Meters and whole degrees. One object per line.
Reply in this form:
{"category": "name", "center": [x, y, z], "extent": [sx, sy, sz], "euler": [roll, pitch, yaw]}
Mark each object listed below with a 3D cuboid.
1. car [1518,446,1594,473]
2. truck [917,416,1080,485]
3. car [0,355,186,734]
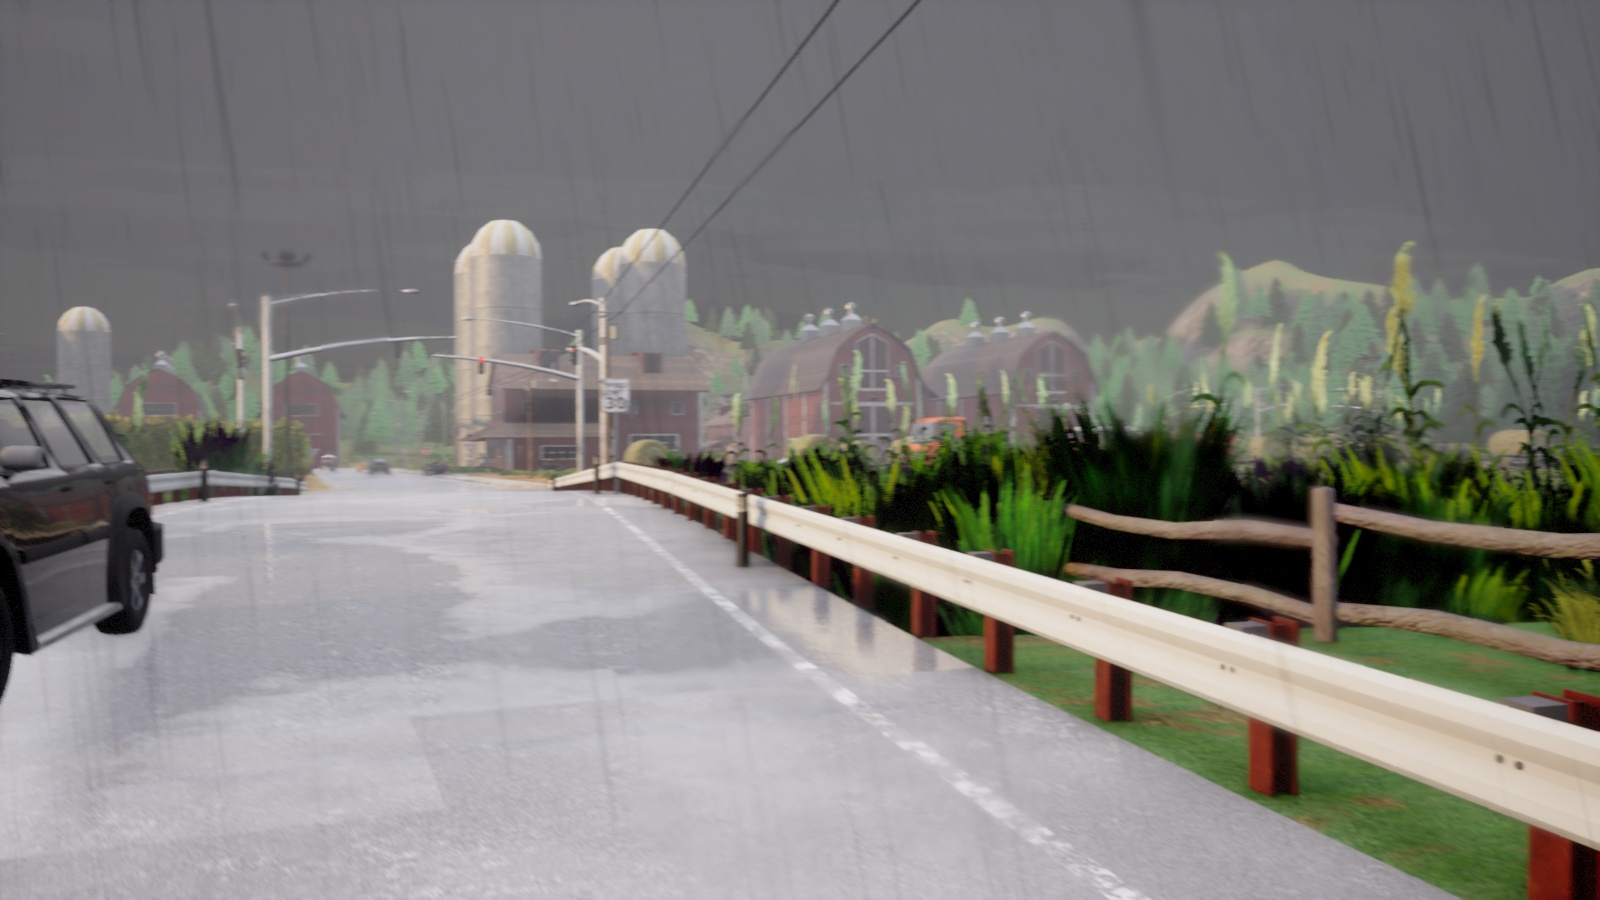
{"category": "car", "center": [46.703, 0.595, 77.592], "extent": [3.988, 1.617, 1.851], "euler": [0, 0, -18]}
{"category": "truck", "center": [10.344, -0.003, 65.545], "extent": [7.936, 3.462, 2.891], "euler": [0, 0, -18]}
{"category": "car", "center": [-5.225, 0.433, 7.402], "extent": [1.932, 1.855, 4.605], "euler": [0, 2, -14]}
